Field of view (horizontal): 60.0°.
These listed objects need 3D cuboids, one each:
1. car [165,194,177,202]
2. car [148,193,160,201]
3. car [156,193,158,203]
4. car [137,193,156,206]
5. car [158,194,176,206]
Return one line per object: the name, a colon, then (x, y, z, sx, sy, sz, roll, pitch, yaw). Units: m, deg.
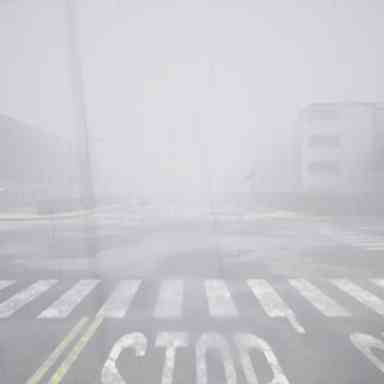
car: (-4.510, 1.216, 69.482, 2.128, 1.511, 4.902, 0, 0, -8)
car: (-8.011, 0.950, 69.262, 2.128, 1.511, 4.902, 0, 0, -10)
car: (-7.437, 1.358, 61.037, 1.812, 1.442, 4.674, 0, 0, -1)
car: (-7.400, 1.207, 52.739, 2.097, 1.767, 4.553, 0, 0, 0)
car: (-3.905, 1.379, 53.237, 1.812, 1.442, 4.674, 0, 0, 0)
